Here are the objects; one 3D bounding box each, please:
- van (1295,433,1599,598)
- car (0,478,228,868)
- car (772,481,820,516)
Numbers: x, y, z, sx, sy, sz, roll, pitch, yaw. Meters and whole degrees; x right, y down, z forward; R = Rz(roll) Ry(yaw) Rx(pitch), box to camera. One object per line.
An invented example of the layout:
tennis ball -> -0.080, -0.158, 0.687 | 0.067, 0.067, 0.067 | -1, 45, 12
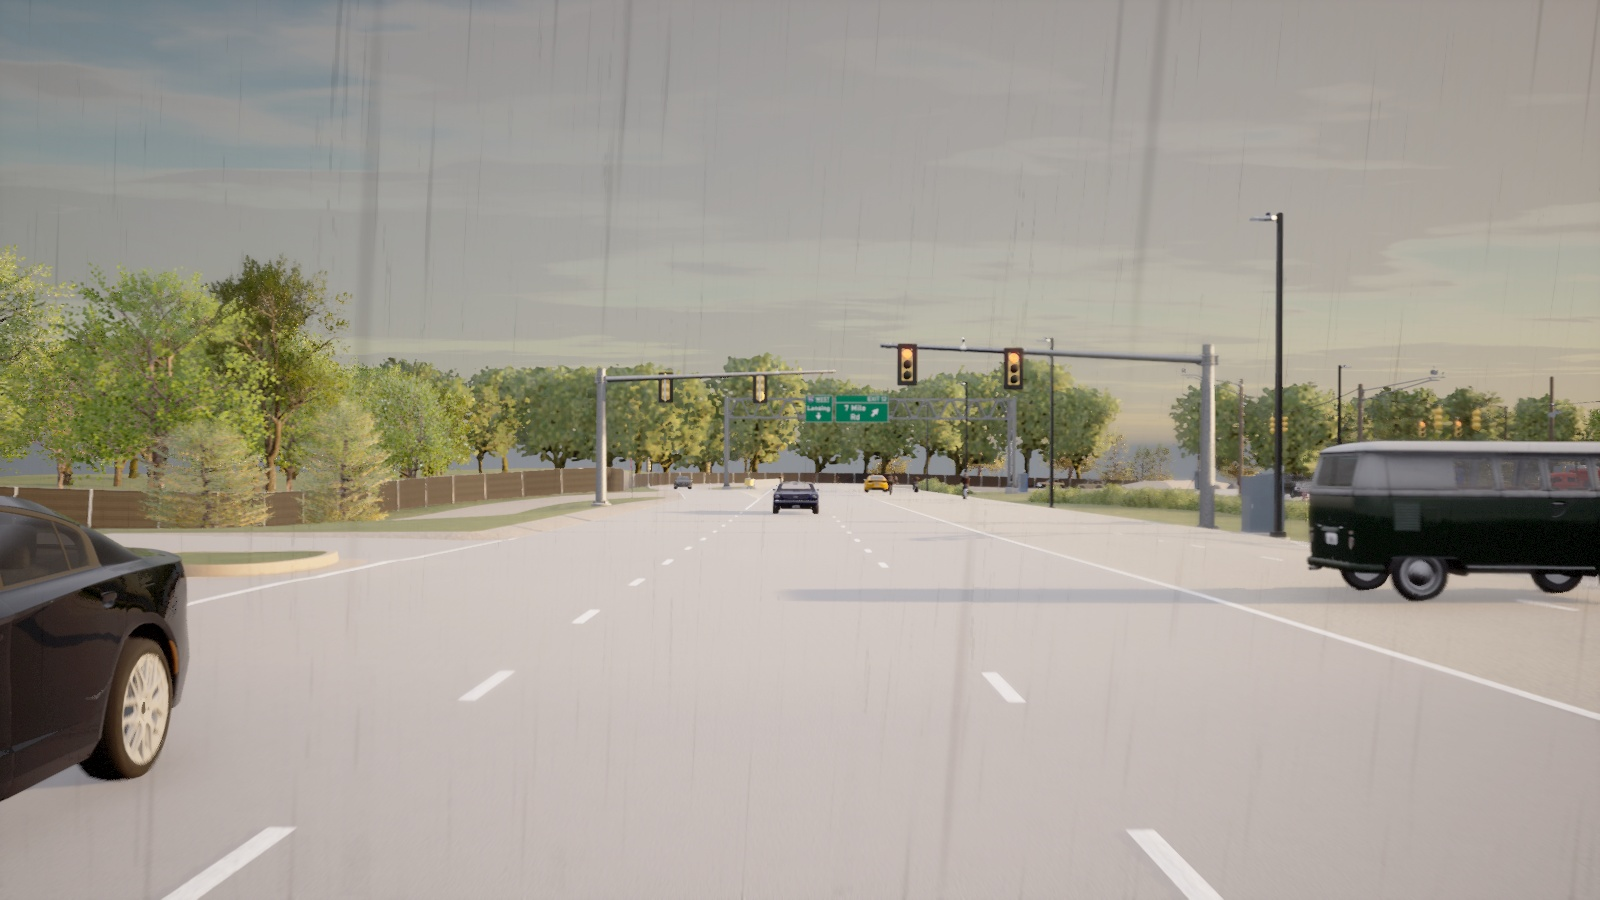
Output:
van -> 8.899, 0.811, 16.044 | 4.442, 1.987, 1.775 | 0, -1, 0
car -> -4.102, 0.889, 4.829 | 1.882, 1.535, 5.008 | 0, -1, -5
car -> -0.164, 1.938, 51.211 | 1.895, 1.301, 4.718 | 0, -1, 0
